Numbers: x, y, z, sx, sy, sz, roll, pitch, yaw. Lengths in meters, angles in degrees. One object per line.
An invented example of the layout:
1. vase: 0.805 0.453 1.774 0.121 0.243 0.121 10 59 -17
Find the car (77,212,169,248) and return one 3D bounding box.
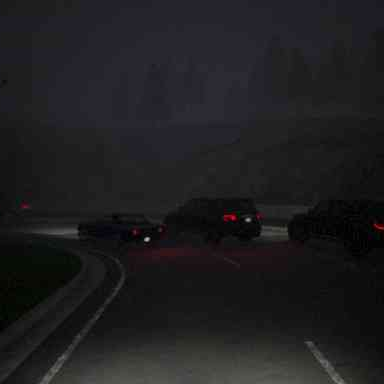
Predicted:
1. car: -3.397 1.633 15.148 1.895 1.301 4.718 0 0 -44

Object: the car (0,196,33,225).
1. car: -14.335 1.270 23.465 5.566 2.045 2.150 0 -1 -16

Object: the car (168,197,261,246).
1. car: 0.779 1.256 15.945 2.150 2.045 5.566 1 -1 -35

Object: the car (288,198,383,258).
1. car: 6.102 1.250 13.154 2.150 2.045 5.566 1 0 -17
